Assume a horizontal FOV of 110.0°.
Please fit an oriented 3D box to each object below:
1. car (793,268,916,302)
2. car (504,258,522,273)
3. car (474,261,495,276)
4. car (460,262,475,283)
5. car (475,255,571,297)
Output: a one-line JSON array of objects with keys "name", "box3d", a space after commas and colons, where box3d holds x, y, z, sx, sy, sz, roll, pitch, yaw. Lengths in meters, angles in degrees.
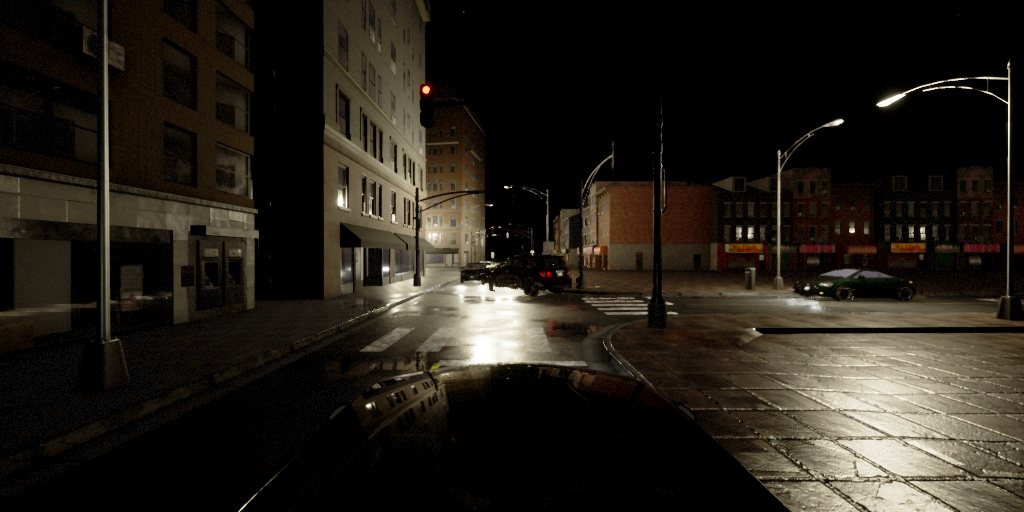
[{"name": "car", "box3d": [15.174, 1.250, 16.028, 4.181, 1.385, 1.994, 0, 0, 0]}, {"name": "car", "box3d": [0.083, 1.113, 43.894, 2.097, 1.767, 4.553, 0, 0, 0]}, {"name": "car", "box3d": [-2.852, 1.284, 38.077, 1.812, 1.442, 4.674, 0, 0, 0]}, {"name": "car", "box3d": [-2.838, 1.231, 27.929, 1.882, 1.535, 5.008, 0, 0, 0]}, {"name": "car", "box3d": [0.631, 0.971, 19.327, 2.150, 2.045, 5.566, -3, 2, -40]}]
